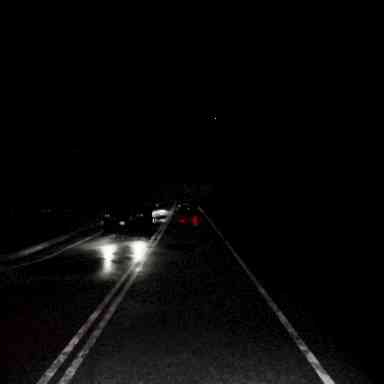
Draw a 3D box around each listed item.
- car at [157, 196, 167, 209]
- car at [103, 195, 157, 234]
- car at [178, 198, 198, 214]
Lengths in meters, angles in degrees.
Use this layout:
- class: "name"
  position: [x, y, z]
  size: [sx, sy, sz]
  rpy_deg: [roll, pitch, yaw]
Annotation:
- class: "car"
  position: [-3.981, 1.248, 39.981]
  size: [2.128, 1.511, 4.902]
  rpy_deg: [0, 1, -1]
- class: "car"
  position: [-3.526, 1.183, 19.363]
  size: [2.150, 2.045, 5.566]
  rpy_deg: [0, 0, -1]
- class: "car"
  position: [-0.395, 1.331, 33.685]
  size: [2.128, 1.511, 4.902]
  rpy_deg: [0, 1, -2]
